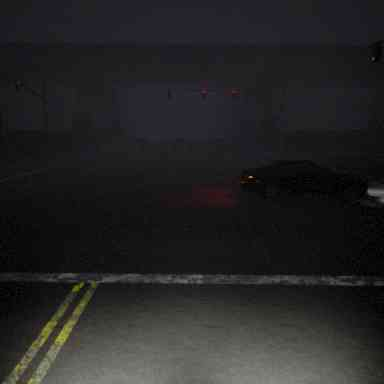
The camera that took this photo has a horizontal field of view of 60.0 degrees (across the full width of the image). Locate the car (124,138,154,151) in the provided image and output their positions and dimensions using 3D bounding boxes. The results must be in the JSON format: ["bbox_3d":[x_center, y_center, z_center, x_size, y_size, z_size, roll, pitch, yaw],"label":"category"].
[{"bbox_3d":[-6.454,-6.086,42.097,4.974,1.542,2.038,10,15,44],"label":"car"}]

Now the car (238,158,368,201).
[{"bbox_3d":[4.070,-0.542,12.436,4.674,1.442,1.812,0,11,1],"label":"car"}]

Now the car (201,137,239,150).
[{"bbox_3d":[3.536,-6.208,42.665,4.974,1.542,2.038,6,12,29],"label":"car"}]

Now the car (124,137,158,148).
[{"bbox_3d":[-6.491,-6.248,42.104,4.536,1.218,1.853,10,15,44],"label":"car"}]

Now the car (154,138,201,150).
[{"bbox_3d":[-1.847,-6.077,42.007,4.974,1.542,2.038,-7,13,-34],"label":"car"}]

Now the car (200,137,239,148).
[{"bbox_3d":[3.490,-6.367,42.662,4.536,1.218,1.853,6,12,29],"label":"car"}]

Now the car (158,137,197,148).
[{"bbox_3d":[-1.805,-6.238,42.008,4.536,1.218,1.853,-7,13,-34],"label":"car"}]
